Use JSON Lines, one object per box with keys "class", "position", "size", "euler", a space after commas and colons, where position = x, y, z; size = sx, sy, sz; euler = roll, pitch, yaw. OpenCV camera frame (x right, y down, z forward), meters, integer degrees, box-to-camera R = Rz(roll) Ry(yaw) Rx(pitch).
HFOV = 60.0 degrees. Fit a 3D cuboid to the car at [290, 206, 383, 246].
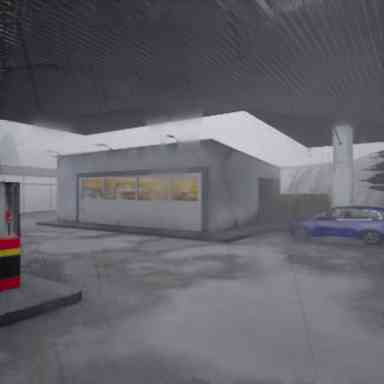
{"class": "car", "position": [7.016, 1.482, 15.724], "size": [4.611, 1.667, 2.242], "euler": [0, 0, 35]}
